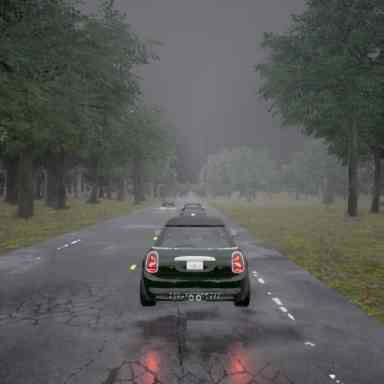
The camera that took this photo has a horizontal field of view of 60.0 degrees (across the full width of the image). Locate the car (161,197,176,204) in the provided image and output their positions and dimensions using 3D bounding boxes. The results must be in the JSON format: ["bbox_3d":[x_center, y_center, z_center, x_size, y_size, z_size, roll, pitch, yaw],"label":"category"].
[{"bbox_3d":[-3.575,1.581,51.103,1.837,1.490,4.892,0,-1,0],"label":"car"}]

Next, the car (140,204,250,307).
[{"bbox_3d":[0.088,1.352,8.158,2.097,1.767,4.553,0,0,1],"label":"car"}]

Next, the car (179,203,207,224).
[{"bbox_3d":[0.071,1.568,25.441,1.994,1.385,4.181,0,0,0],"label":"car"}]
